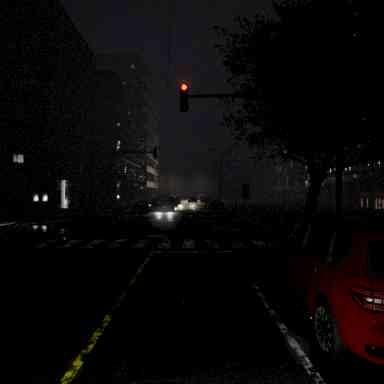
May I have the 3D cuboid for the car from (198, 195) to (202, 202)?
[{"bbox_3d":[2.736,1.625,65.859,1.802,1.307,4.206,0,0,0],"label":"car"}]

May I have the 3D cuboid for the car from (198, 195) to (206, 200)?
[{"bbox_3d":[2.754,1.638,93.523,2.008,1.369,4.403,0,0,0],"label":"car"}]

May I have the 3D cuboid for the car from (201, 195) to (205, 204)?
[{"bbox_3d":[2.724,1.548,49.432,1.752,1.417,4.829,0,0,0],"label":"car"}]

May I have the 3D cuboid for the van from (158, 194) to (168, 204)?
[{"bbox_3d":[-5.645,1.384,65.866,1.690,1.788,3.998,0,0,0],"label":"van"}]

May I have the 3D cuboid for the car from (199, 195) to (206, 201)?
[{"bbox_3d":[2.750,1.621,87.990,1.887,1.381,4.507,0,0,0],"label":"car"}]

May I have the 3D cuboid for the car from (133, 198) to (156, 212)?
[{"bbox_3d":[-5.663,1.563,38.202,2.008,1.369,4.403,0,0,0],"label":"car"}]

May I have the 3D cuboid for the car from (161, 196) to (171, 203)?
[{"bbox_3d":[-5.641,1.632,71.398,1.802,1.307,4.206,0,0,0],"label":"car"}]

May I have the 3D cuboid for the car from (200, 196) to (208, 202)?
[{"bbox_3d":[2.743,1.584,77.095,1.752,1.417,4.829,0,0,0],"label":"car"}]

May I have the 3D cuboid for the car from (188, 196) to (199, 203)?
[{"bbox_3d":[0.151,1.612,69.376,1.994,1.385,4.181,0,0,0],"label":"car"}]

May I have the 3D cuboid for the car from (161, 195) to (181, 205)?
[{"bbox_3d":[-3.059,1.587,49.173,1.994,1.385,4.181,0,0,1],"label":"car"}]

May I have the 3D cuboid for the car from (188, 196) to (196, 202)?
[{"bbox_3d":[0.055,1.657,79.278,1.895,1.301,4.718,0,0,0],"label":"car"}]

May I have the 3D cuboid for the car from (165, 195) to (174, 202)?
[{"bbox_3d":[-5.634,1.507,82.464,1.967,1.590,4.097,0,0,0],"label":"car"}]

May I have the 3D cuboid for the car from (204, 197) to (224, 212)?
[{"bbox_3d":[2.717,1.557,38.196,1.887,1.381,4.507,0,0,0],"label":"car"}]

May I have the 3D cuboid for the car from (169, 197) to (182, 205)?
[{"bbox_3d":[-3.019,1.585,61.273,2.033,1.411,5.357,0,0,1],"label":"car"}]

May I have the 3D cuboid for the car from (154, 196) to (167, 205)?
[{"bbox_3d":[-5.648,1.476,60.333,1.967,1.590,4.097,0,0,0],"label":"car"}]

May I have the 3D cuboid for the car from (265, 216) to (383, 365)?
[{"bbox_3d":[2.697,1.315,5.808,2.192,1.841,5.009,0,0,0],"label":"car"}]

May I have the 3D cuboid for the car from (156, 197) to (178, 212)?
[{"bbox_3d":[-3.074,1.577,39.227,1.994,1.385,4.181,0,0,0],"label":"car"}]

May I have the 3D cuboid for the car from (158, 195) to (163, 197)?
[{"bbox_3d":[-5.656,1.573,49.268,2.008,1.369,4.403,0,0,0],"label":"car"}]
